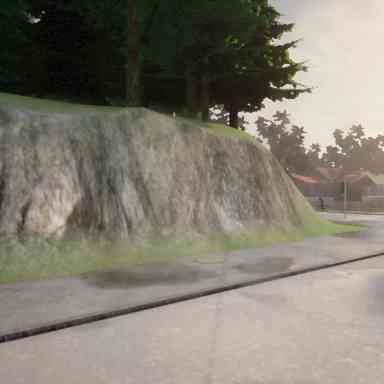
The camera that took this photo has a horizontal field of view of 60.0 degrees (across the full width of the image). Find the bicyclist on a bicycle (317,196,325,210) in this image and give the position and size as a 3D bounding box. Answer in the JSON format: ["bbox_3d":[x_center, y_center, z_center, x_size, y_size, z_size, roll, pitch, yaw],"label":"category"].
[{"bbox_3d":[15.462,1.349,39.963,1.656,1.620,0.582,0,0,-36],"label":"bicyclist on a bicycle"}]
